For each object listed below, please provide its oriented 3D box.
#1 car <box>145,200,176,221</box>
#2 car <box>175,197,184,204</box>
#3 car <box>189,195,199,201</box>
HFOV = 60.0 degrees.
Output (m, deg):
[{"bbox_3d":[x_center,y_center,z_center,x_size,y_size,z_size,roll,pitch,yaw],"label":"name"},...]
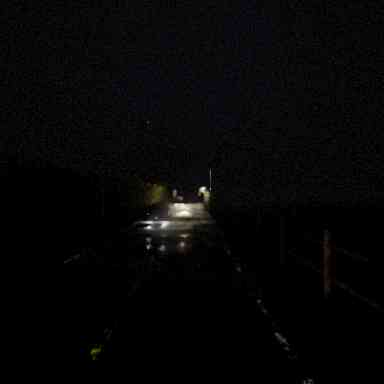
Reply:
[{"bbox_3d":[-2.800,1.642,28.732,2.033,1.411,5.357,0,0,0],"label":"car"},{"bbox_3d":[-2.630,1.723,70.772,2.128,1.511,4.902,0,0,0],"label":"car"},{"bbox_3d":[0.143,1.590,84.494,2.128,1.511,4.902,0,0,0],"label":"car"}]
